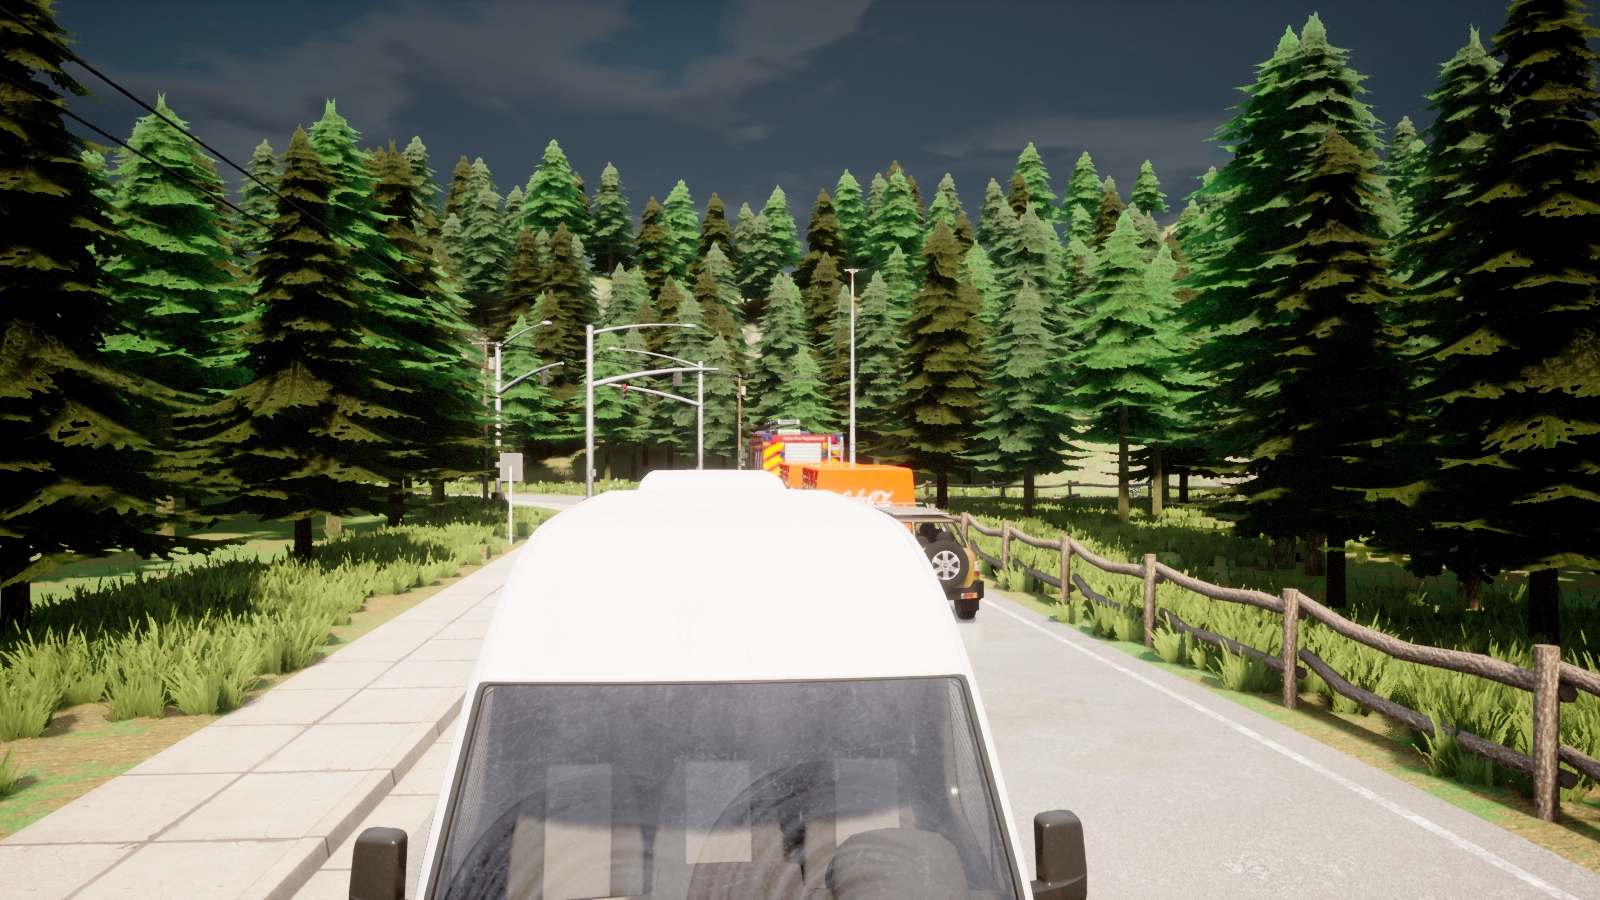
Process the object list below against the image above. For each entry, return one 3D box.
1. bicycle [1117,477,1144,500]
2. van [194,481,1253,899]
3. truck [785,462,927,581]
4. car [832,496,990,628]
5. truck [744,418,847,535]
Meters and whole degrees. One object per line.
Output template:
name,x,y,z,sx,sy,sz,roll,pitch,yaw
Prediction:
bicycle,18.584,2.158,64.253,1.487,1.276,0.859,0,1,16
van,-0.340,1.499,5.099,1.988,2.561,5.915,0,0,-5
truck,1.155,1.541,26.868,2.627,2.467,5.204,0,0,-5
car,1.805,1.837,20.138,1.932,1.855,4.605,0,0,-5
truck,-0.332,0.864,41.734,2.891,3.827,8.468,0,0,-6
